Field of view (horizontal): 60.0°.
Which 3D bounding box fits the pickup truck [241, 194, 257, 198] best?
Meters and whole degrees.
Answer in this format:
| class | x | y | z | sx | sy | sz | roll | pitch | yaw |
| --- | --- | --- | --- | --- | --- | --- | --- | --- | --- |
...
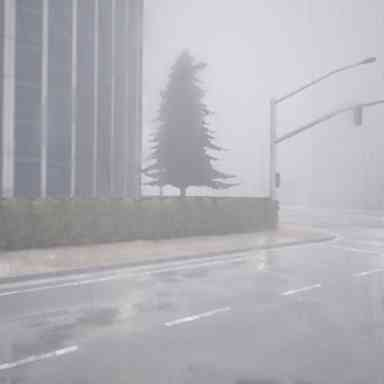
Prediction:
| class | x | y | z | sx | sy | sz | roll | pitch | yaw |
| --- | --- | --- | --- | --- | --- | --- | --- | --- | --- |
| pickup truck | 11.411 | 1.523 | 65.477 | 2.390 | 2.098 | 6.274 | 0 | 0 | -6 |
